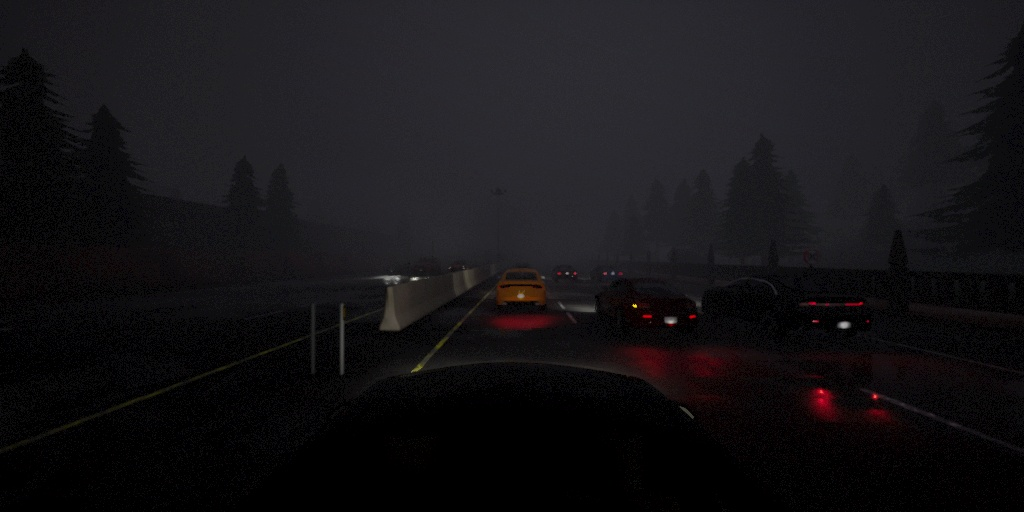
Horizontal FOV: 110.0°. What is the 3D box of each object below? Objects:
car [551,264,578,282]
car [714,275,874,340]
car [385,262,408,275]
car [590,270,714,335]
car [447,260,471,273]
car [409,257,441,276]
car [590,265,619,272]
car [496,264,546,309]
[{"bbox_3d":[4.356,1.415,30.205,2.033,1.411,5.357,0,0,2],"label":"car"},{"bbox_3d":[7.231,1.281,10.136,2.128,1.511,4.902,0,0,2],"label":"car"},{"bbox_3d":[-12.992,1.392,41.290,2.128,1.511,4.902,0,0,2],"label":"car"},{"bbox_3d":[3.744,1.314,10.589,1.812,1.442,4.674,0,0,2],"label":"car"},{"bbox_3d":[-5.997,1.256,41.013,2.097,1.767,4.553,0,0,2],"label":"car"},{"bbox_3d":[-9.517,1.118,40.499,2.150,2.045,5.566,0,0,2],"label":"car"},{"bbox_3d":[7.855,1.417,30.115,2.033,1.411,5.357,0,0,2],"label":"car"},{"bbox_3d":[0.401,1.282,15.236,1.882,1.535,5.008,0,0,2],"label":"car"}]
